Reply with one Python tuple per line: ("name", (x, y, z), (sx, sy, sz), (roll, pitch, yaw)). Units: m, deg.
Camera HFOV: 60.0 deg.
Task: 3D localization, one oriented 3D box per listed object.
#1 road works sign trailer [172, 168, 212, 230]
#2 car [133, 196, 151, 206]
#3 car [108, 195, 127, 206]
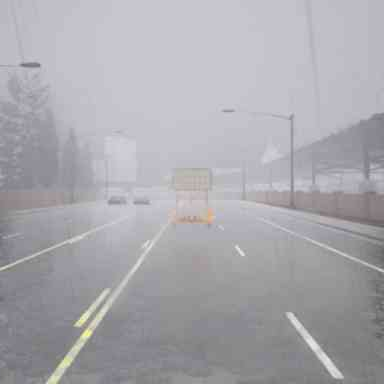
("road works sign trailer", (-0.002, 0.327, 20.094), (2.380, 3.560, 2.880), (0, 0, 0))
("car", (-7.073, 1.240, 47.537), (1.994, 1.385, 4.181), (0, 0, 0))
("car", (-10.575, 1.155, 47.281), (1.882, 1.535, 5.008), (0, 0, 0))
